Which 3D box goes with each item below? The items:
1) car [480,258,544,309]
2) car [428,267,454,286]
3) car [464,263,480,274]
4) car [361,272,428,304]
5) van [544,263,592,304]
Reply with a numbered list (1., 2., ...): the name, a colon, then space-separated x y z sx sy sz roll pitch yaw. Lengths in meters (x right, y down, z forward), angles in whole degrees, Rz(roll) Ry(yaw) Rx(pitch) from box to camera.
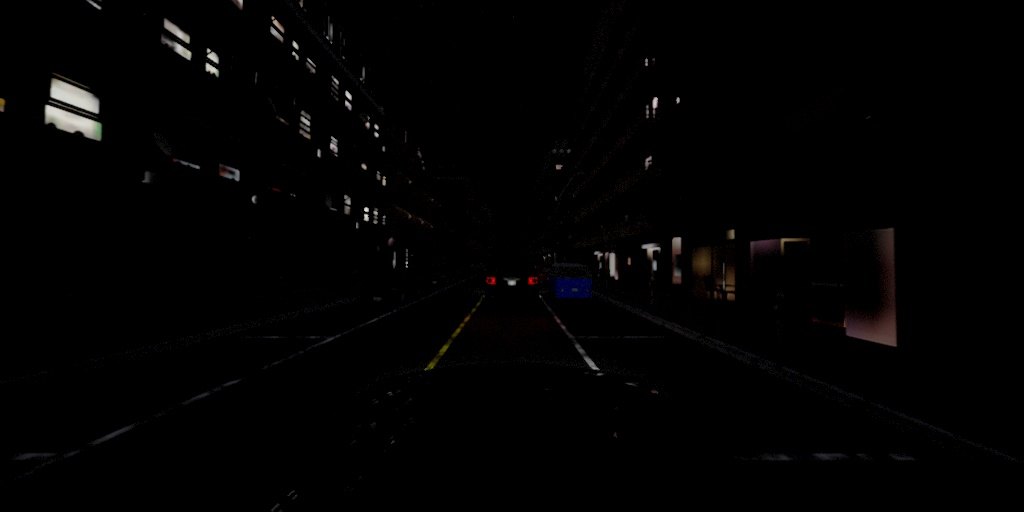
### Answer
1. car: 0.002 1.102 15.882 2.150 2.045 5.566 0 0 0
2. car: -5.686 1.570 28.453 1.948 1.339 4.313 0 0 0
3. car: -5.683 1.764 50.737 1.888 1.381 4.507 0 0 0
4. car: -5.687 1.464 17.312 1.948 1.339 4.313 0 0 0
5. van: 2.693 1.239 17.272 1.690 1.789 3.998 0 0 0
